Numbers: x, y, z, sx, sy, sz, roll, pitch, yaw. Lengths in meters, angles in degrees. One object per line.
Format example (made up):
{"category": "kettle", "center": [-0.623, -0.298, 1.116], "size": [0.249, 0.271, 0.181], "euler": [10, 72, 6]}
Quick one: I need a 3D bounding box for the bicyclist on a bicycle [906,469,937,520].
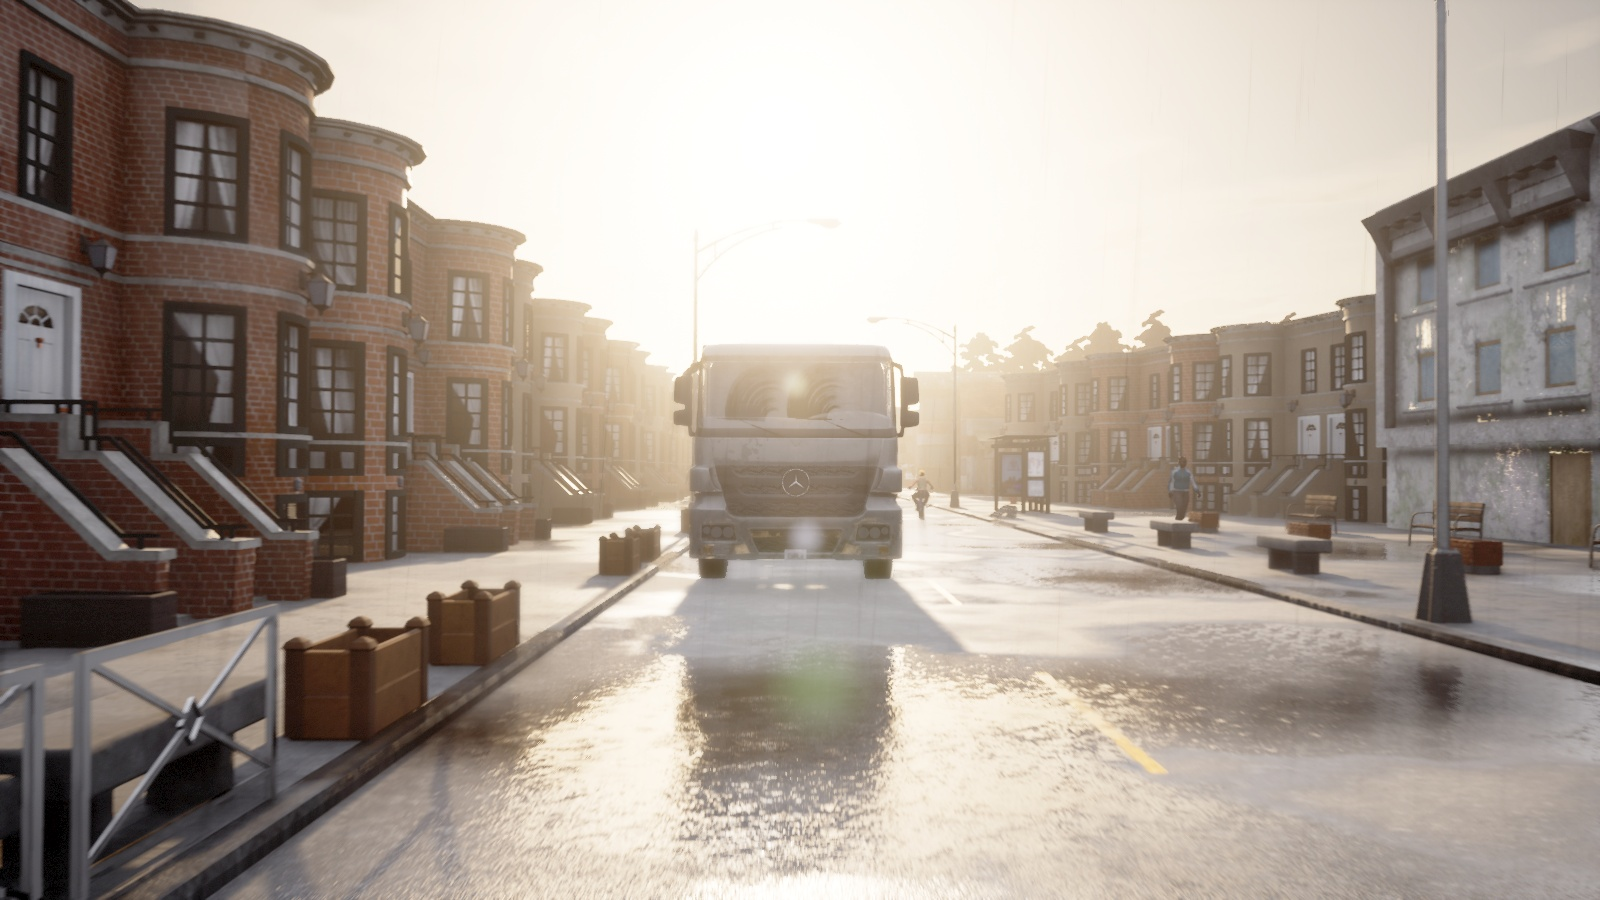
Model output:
{"category": "bicyclist on a bicycle", "center": [3.923, 1.415, 40.582], "size": [0.866, 1.612, 1.509], "euler": [0, -1, 0]}

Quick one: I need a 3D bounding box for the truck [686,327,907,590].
{"category": "truck", "center": [-0.056, 0.176, 20.518], "size": [2.891, 3.462, 7.936], "euler": [0, -1, 0]}

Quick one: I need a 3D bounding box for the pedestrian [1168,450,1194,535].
{"category": "pedestrian", "center": [8.793, 0.974, 28.992], "size": [0.396, 1.930, 0.692], "euler": [0, -1, 3]}
